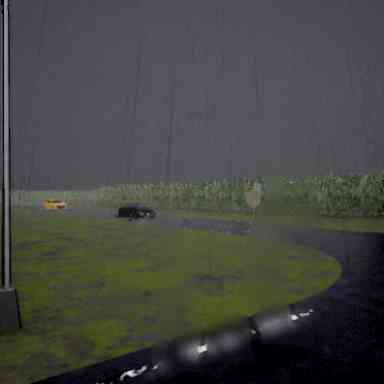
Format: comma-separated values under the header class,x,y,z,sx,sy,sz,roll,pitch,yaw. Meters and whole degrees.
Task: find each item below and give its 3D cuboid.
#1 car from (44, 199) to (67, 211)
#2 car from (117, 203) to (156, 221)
class,x,y,z,sx,sy,sz,roll,pitch,yaw
car,-18.849,1.786,45.861,1.882,1.535,5.008,0,-1,-40
car,-4.952,1.705,29.300,1.994,1.385,4.181,0,-1,-40
